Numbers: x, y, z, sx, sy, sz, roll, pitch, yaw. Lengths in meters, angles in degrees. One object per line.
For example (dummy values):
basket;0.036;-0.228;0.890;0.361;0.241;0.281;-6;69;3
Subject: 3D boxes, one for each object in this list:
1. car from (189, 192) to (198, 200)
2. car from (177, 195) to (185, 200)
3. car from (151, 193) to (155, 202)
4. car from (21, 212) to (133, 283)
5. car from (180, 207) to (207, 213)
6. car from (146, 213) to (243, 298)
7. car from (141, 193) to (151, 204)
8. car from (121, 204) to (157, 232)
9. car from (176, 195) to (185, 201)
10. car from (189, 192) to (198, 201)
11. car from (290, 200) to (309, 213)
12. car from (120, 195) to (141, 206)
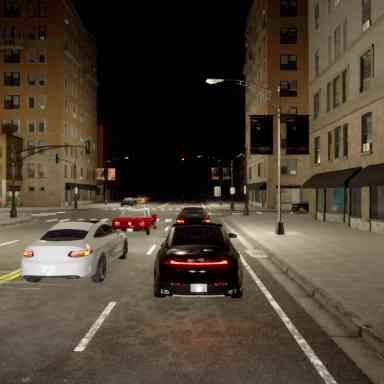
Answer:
car;0.394;1.070;90.175;2.150;2.045;5.566;0;0;0
car;-2.856;1.398;90.160;1.994;1.385;4.181;0;0;0
car;-9.432;1.208;72.701;2.150;2.045;5.566;0;0;0
car;-3.115;1.525;9.581;1.812;1.442;4.674;0;0;0
car;0.075;1.524;17.746;1.812;1.442;4.674;0;0;0
car;0.136;1.505;8.501;1.837;1.490;4.892;0;0;0
car;-9.545;1.340;61.937;2.097;1.767;4.553;0;0;1
car;-3.071;1.600;18.738;1.895;1.301;4.718;0;0;0
car;-2.900;1.502;80.157;1.812;1.442;4.674;0;0;0
car;0.349;1.477;79.726;1.837;1.490;4.892;0;0;0
car;13.213;1.528;36.317;4.902;1.511;2.128;0;0;-1
car;-9.622;1.540;51.188;2.033;1.411;5.357;0;0;0
